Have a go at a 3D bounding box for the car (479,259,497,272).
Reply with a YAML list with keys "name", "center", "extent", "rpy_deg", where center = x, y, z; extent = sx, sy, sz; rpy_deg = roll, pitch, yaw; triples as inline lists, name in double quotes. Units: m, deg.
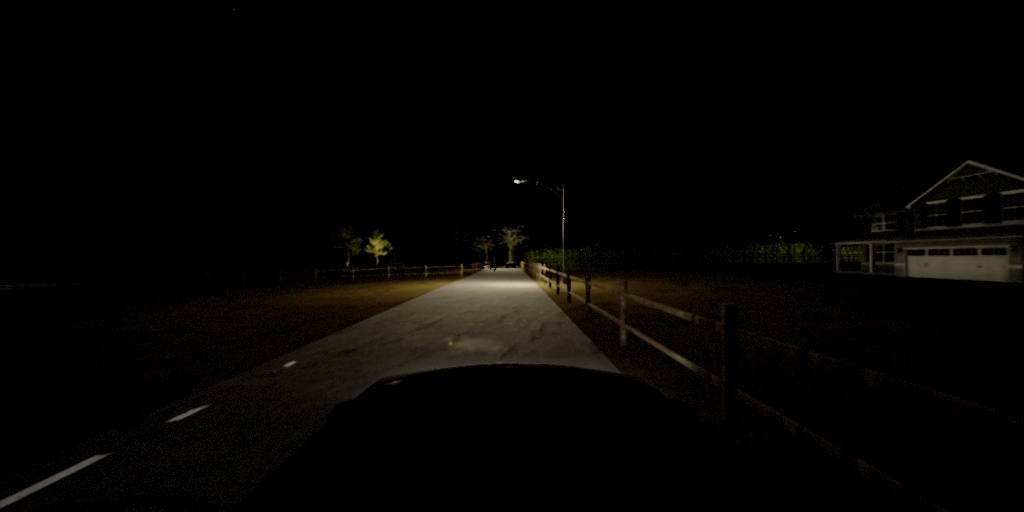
- name: "car"
  center: [-2.854, 1.117, 43.098]
  extent: [2.128, 1.511, 4.902]
  rpy_deg: [0, 0, 0]
